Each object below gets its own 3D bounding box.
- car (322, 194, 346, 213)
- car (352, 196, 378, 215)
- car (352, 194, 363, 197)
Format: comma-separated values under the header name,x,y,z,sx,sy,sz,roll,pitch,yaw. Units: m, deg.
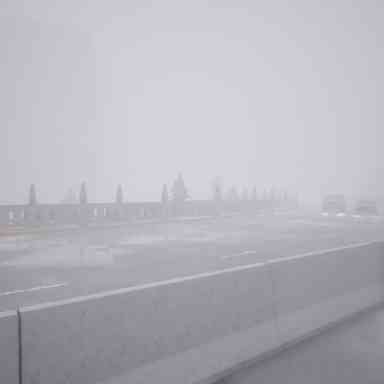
name,x,y,z,sx,sy,sz,roll,pitch,yaw
car,16.488,1.221,38.439,2.150,2.045,5.566,0,0,30
car,17.877,1.477,34.034,1.882,1.535,5.008,0,0,32
car,34.286,1.236,68.602,1.837,1.490,4.892,0,0,10
